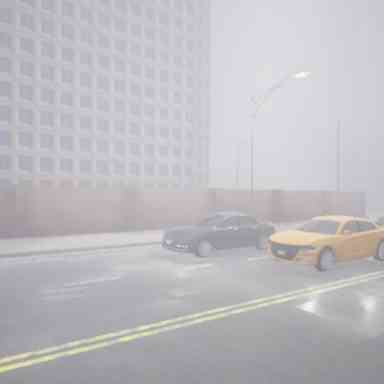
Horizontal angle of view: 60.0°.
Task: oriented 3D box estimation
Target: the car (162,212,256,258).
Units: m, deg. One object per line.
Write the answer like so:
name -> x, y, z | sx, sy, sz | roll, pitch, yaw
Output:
car -> 1.188, 1.573, 13.096 | 4.892, 1.490, 1.837 | 1, -1, -33

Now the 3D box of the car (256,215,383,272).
car -> 4.751, 1.562, 11.238 | 5.008, 1.535, 1.882 | 1, 0, -33
